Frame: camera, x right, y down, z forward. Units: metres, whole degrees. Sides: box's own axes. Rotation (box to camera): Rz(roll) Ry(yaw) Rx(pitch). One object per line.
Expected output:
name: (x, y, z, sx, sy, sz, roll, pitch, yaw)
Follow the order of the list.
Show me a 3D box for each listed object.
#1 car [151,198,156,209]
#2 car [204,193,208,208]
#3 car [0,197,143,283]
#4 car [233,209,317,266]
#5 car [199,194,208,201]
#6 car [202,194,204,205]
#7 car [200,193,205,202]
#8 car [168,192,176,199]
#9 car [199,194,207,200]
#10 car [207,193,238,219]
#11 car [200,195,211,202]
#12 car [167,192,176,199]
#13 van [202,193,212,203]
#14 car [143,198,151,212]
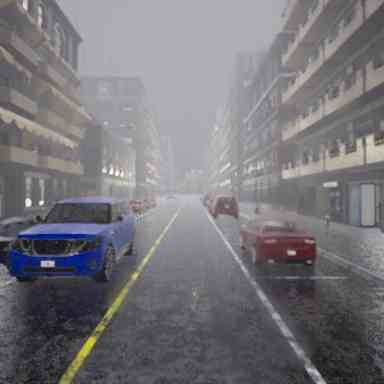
car: (-5.684, 1.441, 39.131, 1.802, 1.307, 4.206, 1, 0, 0)
car: (2.700, 1.194, 33.519, 2.192, 1.841, 5.009, 1, 0, 0)
car: (-3.070, 1.187, 9.890, 2.150, 2.045, 5.566, 0, 0, 0)
car: (2.700, 1.504, 11.236, 1.887, 1.381, 4.507, 1, 0, 0)
car: (2.692, 1.247, 78.259, 1.752, 1.417, 4.829, 1, 0, 0)
car: (2.696, 1.365, 44.832, 1.752, 1.417, 4.829, 1, 0, 0)
car: (2.698, 1.135, 50.233, 2.192, 1.841, 5.009, 1, 0, 0)
car: (-5.687, 0.980, 94.841, 2.192, 1.841, 5.009, 1, 0, 0)
car: (2.690, 1.285, 83.661, 1.802, 1.307, 4.206, 1, 0, 0)
car: (2.701, 1.214, 27.949, 2.192, 1.841, 5.009, 1, 0, 0)
car: (2.693, 1.312, 66.947, 2.008, 1.369, 4.403, 1, 0, 0)
car: (-5.690, 1.250, 89.271, 1.947, 1.339, 4.313, 1, 0, 0)
van: (2.696, 1.122, 61.375, 1.690, 1.788, 3.998, 1, 0, 0)
car: (-5.683, 1.424, 33.560, 1.887, 1.381, 4.507, 1, 0, 0)
